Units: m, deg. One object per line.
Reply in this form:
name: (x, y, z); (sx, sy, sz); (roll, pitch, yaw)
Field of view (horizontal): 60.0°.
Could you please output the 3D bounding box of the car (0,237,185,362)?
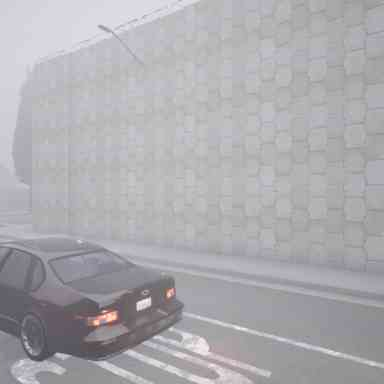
car: (-2.693, 1.547, 5.902); (5.357, 1.411, 2.033); (0, 0, 35)
